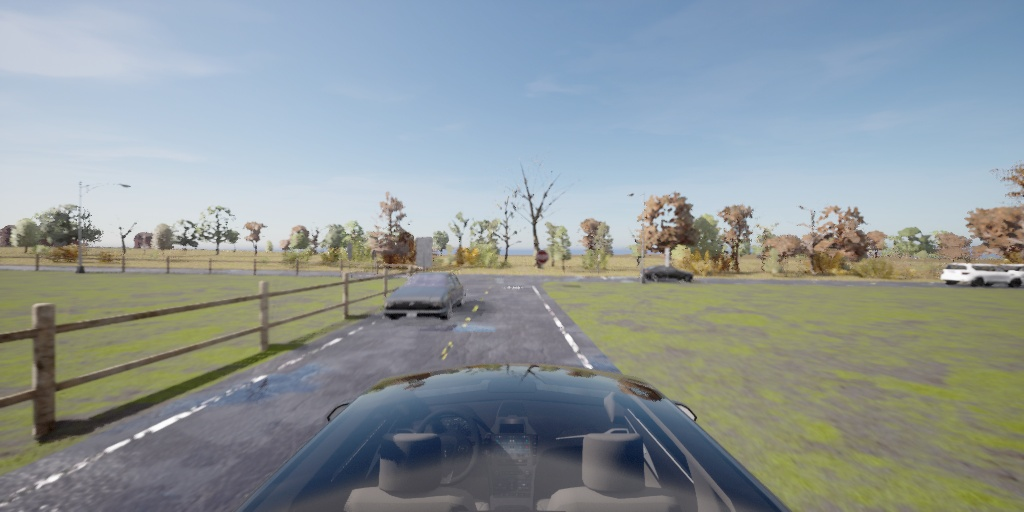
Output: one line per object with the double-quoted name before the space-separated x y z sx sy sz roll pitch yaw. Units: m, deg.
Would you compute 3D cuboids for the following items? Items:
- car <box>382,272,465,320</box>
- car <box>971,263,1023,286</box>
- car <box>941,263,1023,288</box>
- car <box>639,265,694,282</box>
"car" -2.826 1.286 12.774 2.033 1.411 5.357 0 0 0
"car" 49.087 1.809 35.058 5.566 2.045 2.150 1 1 0
"car" 42.272 1.735 32.293 5.566 2.045 2.150 1 1 0
"car" 13.909 1.542 32.387 4.674 1.442 1.812 1 1 0
